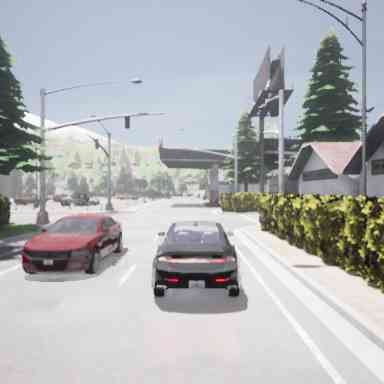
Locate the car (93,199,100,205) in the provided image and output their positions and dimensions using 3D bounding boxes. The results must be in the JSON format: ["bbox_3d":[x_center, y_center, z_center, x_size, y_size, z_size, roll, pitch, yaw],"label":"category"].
[{"bbox_3d":[-16.176,1.339,51.025,3.806,1.475,1.970,0,0,-1],"label":"car"}]

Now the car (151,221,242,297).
[{"bbox_3d":[0.100,1.488,8.550,2.128,1.511,4.902,0,0,0],"label":"car"}]

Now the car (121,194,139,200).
[{"bbox_3d":[-16.496,1.301,88.418,4.514,1.523,2.007,0,0,-1],"label":"car"}]

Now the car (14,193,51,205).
[{"bbox_3d":[-24.655,1.075,50.938,4.605,1.855,1.932,0,0,-1],"label":"car"}]

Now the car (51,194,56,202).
[{"bbox_3d":[-24.015,1.270,63.399,4.514,1.523,2.007,0,0,-1],"label":"car"}]

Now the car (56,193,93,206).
[{"bbox_3d":[-16.768,1.056,47.697,3.866,1.878,1.905,0,0,-1],"label":"car"}]

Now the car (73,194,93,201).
[{"bbox_3d":[-24.031,1.287,73.392,3.633,1.501,1.845,0,0,-1],"label":"car"}]

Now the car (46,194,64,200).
[{"bbox_3d":[-35.092,1.347,85.321,3.806,1.475,1.970,0,0,-1],"label":"car"}]

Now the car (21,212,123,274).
[{"bbox_3d":[-3.546,1.473,10.735,1.882,1.535,5.008,0,0,0],"label":"car"}]

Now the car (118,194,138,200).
[{"bbox_3d":[-16.425,1.293,85.282,5.027,1.636,2.152,0,0,-1],"label":"car"}]
